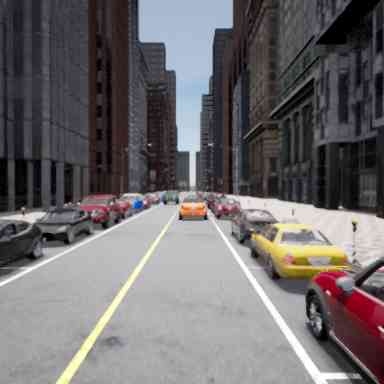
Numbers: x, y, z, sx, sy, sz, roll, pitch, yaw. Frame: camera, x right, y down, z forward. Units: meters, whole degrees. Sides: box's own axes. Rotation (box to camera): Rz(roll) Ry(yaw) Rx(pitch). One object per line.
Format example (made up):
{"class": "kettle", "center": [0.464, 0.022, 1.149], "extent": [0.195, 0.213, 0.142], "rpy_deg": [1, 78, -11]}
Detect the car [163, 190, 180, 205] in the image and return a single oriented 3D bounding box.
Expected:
{"class": "car", "center": [-3.019, 0.793, 49.174], "extent": [2.150, 2.045, 5.566], "rpy_deg": [0, 0, 0]}

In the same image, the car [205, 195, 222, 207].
{"class": "car", "center": [2.748, 1.165, 43.174], "extent": [1.887, 1.381, 4.507], "rpy_deg": [0, 1, 0]}

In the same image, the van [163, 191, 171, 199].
{"class": "van", "center": [-5.787, 0.671, 76.979], "extent": [1.690, 1.788, 3.998], "rpy_deg": [0, 0, 0]}

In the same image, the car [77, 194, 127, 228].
{"class": "car", "center": [-5.771, 1.133, 20.614], "extent": [2.192, 1.841, 5.009], "rpy_deg": [0, 1, 0]}

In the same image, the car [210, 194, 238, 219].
{"class": "car", "center": [2.753, 1.208, 26.264], "extent": [1.967, 1.590, 4.097], "rpy_deg": [0, 1, 0]}

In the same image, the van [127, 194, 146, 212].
{"class": "van", "center": [-5.774, 1.060, 31.888], "extent": [1.690, 1.788, 3.998], "rpy_deg": [0, 1, 0]}

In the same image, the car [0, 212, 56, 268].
{"class": "car", "center": [-5.767, 1.483, 9.344], "extent": [1.947, 1.339, 4.313], "rpy_deg": [0, 1, 0]}

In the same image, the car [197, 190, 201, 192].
{"class": "car", "center": [2.736, 0.818, 88.263], "extent": [1.802, 1.307, 4.206], "rpy_deg": [0, 0, 0]}

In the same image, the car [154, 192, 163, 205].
{"class": "car", "center": [-5.779, 1.011, 48.798], "extent": [1.967, 1.590, 4.097], "rpy_deg": [0, 1, 0]}

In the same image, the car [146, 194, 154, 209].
{"class": "car", "center": [-5.775, 1.110, 37.525], "extent": [1.967, 1.590, 4.097], "rpy_deg": [0, 1, 0]}

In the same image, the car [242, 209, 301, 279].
{"class": "car", "center": [2.757, 1.440, 9.527], "extent": [1.752, 1.417, 4.829], "rpy_deg": [0, 1, 0]}

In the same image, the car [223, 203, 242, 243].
{"class": "car", "center": [2.756, 1.418, 14.993], "extent": [2.008, 1.369, 4.403], "rpy_deg": [0, 1, 0]}

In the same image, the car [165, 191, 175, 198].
{"class": "car", "center": [-5.790, 0.551, 88.252], "extent": [2.192, 1.841, 5.009], "rpy_deg": [0, 0, 0]}

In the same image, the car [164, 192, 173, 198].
{"class": "car", "center": [-5.788, 0.723, 82.616], "extent": [1.967, 1.590, 4.097], "rpy_deg": [0, 0, 0]}

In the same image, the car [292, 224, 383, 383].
{"class": "car", "center": [2.759, 1.406, 3.720], "extent": [1.967, 1.590, 4.097], "rpy_deg": [0, 1, 0]}

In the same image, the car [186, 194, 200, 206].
{"class": "car", "center": [0.088, 1.101, 45.954], "extent": [1.837, 1.490, 4.892], "rpy_deg": [0, 1, 0]}

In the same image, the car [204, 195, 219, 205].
{"class": "car", "center": [2.747, 1.136, 48.810], "extent": [1.947, 1.339, 4.313], "rpy_deg": [0, 1, 0]}

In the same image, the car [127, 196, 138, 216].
{"class": "car", "center": [-5.772, 1.313, 26.253], "extent": [1.887, 1.381, 4.507], "rpy_deg": [0, 1, 0]}

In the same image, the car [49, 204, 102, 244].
{"class": "car", "center": [-5.769, 1.433, 14.980], "extent": [1.947, 1.339, 4.313], "rpy_deg": [0, 1, 0]}

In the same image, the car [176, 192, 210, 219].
{"class": "car", "center": [0.092, 1.122, 26.075], "extent": [2.097, 1.767, 4.553], "rpy_deg": [0, 0, 0]}

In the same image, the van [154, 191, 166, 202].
{"class": "van", "center": [-5.782, 0.814, 60.070], "extent": [1.690, 1.788, 3.998], "rpy_deg": [0, 0, 0]}

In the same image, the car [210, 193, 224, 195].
{"class": "car", "center": [2.749, 0.984, 37.536], "extent": [2.192, 1.841, 5.009], "rpy_deg": [0, 1, 0]}
